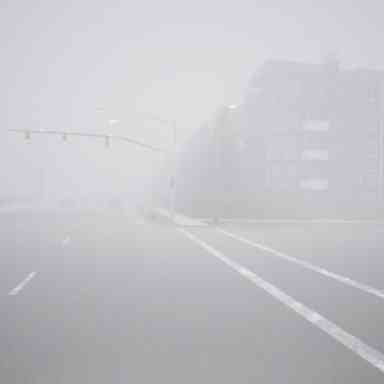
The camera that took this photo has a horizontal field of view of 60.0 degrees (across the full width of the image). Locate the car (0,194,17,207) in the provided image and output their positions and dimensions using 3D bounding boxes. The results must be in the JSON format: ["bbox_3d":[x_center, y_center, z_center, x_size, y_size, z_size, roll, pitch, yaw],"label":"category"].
[{"bbox_3d":[-26.001,1.194,45.214,1.837,1.490,4.892,2,-1,-11],"label":"car"}]

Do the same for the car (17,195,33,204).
[{"bbox_3d":[-27.912,1.216,55.148,2.128,1.511,4.902,2,-1,-11],"label":"car"}]

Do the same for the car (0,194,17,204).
[{"bbox_3d":[-31.832,1.112,57.037,1.882,1.535,5.008,2,-1,-11],"label":"car"}]

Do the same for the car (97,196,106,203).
[{"bbox_3d":[-19.439,1.576,71.756,1.882,1.535,5.008,2,-1,-11],"label":"car"}]

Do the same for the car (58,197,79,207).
[{"bbox_3d":[-18.543,1.493,49.544,1.994,1.385,4.181,2,-1,-11],"label":"car"}]

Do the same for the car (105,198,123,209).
[{"bbox_3d":[-11.061,1.621,47.776,1.837,1.490,4.892,2,-1,-11],"label":"car"}]

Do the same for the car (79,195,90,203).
[{"bbox_3d":[-22.562,1.349,69.522,2.097,1.767,4.553,2,-1,-11],"label":"car"}]
